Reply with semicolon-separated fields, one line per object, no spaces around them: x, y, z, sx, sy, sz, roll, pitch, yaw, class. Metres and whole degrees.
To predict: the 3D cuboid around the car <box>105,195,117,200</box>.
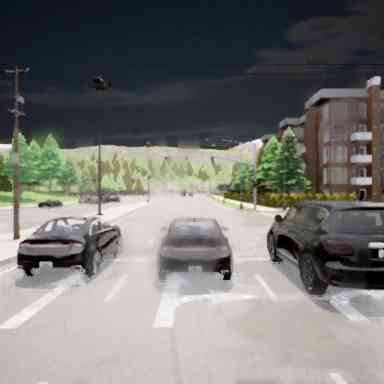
-19.777;1.331;81.671;1.994;1.385;4.181;0;0;0;car

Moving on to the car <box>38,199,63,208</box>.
-19.639;1.567;46.229;1.895;1.301;4.718;0;0;-1;car

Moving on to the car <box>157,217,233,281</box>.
0.066;1.484;9.761;2.128;1.511;4.902;0;0;0;car

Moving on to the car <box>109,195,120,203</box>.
-16.284;1.427;69.212;1.882;1.535;5.008;0;0;0;car

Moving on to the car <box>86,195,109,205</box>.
-16.312;1.483;57.591;1.812;1.442;4.674;0;0;0;car

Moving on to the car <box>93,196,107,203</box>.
-19.783;1.542;71.732;1.895;1.301;4.718;0;0;0;car

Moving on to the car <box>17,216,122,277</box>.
-3.435;1.485;10.226;2.128;1.511;4.902;0;0;0;car

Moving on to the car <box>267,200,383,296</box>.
3.581;1.216;8.783;2.150;2.045;5.566;0;0;0;car

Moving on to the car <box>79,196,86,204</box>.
-19.789;1.446;62.538;2.128;1.511;4.902;0;0;0;car
